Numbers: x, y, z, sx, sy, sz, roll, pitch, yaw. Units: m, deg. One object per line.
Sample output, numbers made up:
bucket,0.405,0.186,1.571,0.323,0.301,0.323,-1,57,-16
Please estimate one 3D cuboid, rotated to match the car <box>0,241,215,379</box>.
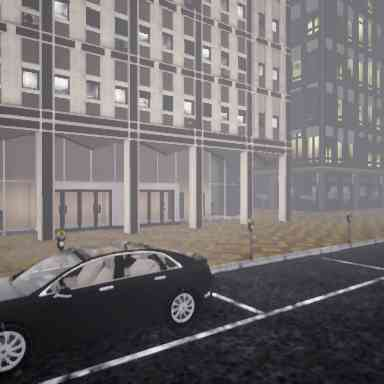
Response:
car,-1.633,1.547,5.398,4.403,1.369,2.008,0,0,-36
